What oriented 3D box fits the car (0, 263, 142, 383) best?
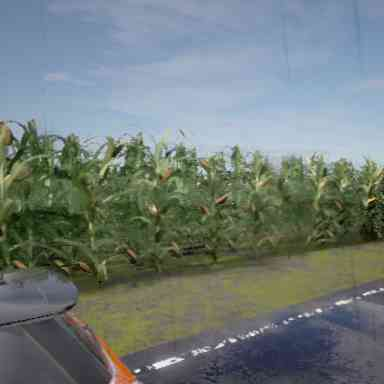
[{"bbox_3d":[-2.400,1.347,1.360,4.553,1.767,2.097,0,0,-35],"label":"car"}]
